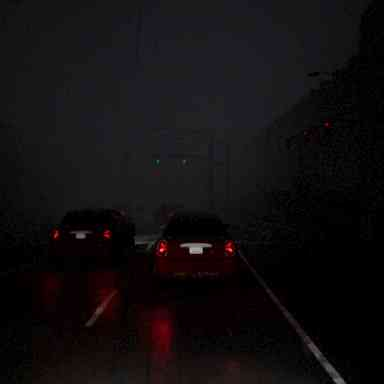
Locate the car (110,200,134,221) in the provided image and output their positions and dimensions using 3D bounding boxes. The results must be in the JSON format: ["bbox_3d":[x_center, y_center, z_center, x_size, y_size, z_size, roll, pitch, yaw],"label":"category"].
[{"bbox_3d":[-6.312,1.550,29.610,1.882,1.535,5.008,0,0,-15],"label":"car"}]

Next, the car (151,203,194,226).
[{"bbox_3d":[-1.673,1.610,25.762,2.033,1.411,5.357,0,0,-18],"label":"car"}]

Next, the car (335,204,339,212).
[{"bbox_3d":[13.937,1.514,25.235,2.038,1.542,4.974,0,0,-35],"label":"car"}]

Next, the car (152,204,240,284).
[{"bbox_3d":[0.087,1.376,9.811,2.097,1.767,4.553,0,0,0],"label":"car"}]

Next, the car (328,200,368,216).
[{"bbox_3d":[14.079,1.367,29.879,4.536,1.218,1.853,0,0,-45],"label":"car"}]

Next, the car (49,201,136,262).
[{"bbox_3d":[-3.428,1.382,12.330,2.097,1.767,4.553,0,0,0],"label":"car"}]

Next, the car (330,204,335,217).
[{"bbox_3d":[14.043,1.525,29.842,4.974,1.542,2.038,0,0,-45],"label":"car"}]

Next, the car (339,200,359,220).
[{"bbox_3d":[13.967,1.356,25.193,1.853,1.218,4.536,0,0,-35],"label":"car"}]
